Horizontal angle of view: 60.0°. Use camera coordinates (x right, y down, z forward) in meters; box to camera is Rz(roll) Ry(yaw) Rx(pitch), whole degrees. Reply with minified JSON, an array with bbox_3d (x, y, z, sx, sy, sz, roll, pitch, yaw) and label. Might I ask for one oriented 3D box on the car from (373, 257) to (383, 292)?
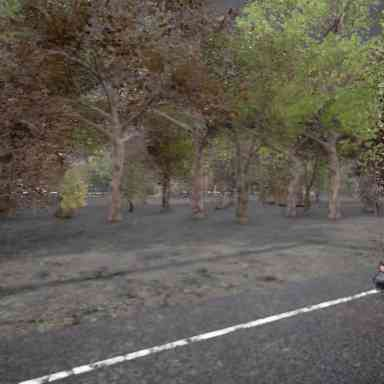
[{"bbox_3d":[6.237,1.576,7.409,5.357,1.411,2.033,0,0,-33],"label":"car"}]
